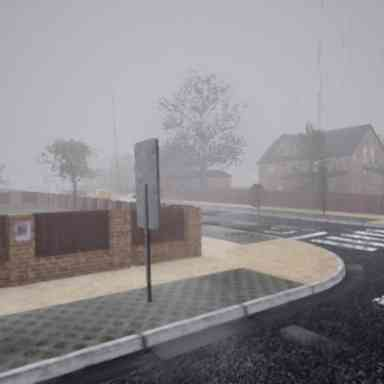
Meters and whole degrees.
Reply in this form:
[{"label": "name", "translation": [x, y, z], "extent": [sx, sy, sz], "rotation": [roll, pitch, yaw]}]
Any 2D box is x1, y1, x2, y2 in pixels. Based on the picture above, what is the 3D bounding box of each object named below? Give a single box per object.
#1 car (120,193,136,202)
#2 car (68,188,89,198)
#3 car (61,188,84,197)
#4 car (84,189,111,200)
[{"label": "car", "translation": [-4.725, 0.846, 28.606], "extent": [1.812, 1.442, 4.674], "rotation": [-3, 3, -34]}, {"label": "car", "translation": [-18.278, 0.167, 53.336], "extent": [1.837, 1.490, 4.892], "rotation": [-3, 3, -34]}, {"label": "car", "translation": [-17.107, 0.376, 46.765], "extent": [2.128, 1.511, 4.902], "rotation": [-3, 2, -34]}, {"label": "car", "translation": [-12.517, 0.330, 45.037], "extent": [1.882, 1.535, 5.008], "rotation": [-3, 3, -34]}]
